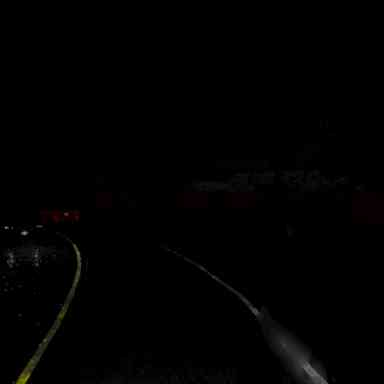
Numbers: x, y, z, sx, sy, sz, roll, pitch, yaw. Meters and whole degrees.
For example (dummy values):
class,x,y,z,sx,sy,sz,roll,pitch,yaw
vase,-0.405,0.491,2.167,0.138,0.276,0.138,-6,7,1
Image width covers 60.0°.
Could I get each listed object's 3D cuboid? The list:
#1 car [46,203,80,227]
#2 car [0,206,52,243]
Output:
class,x,y,z,sx,sy,sz,roll,pitch,yaw
car,-10.290,1.633,25.301,2.097,1.767,4.553,0,-1,-40
car,-9.002,1.675,17.451,2.128,1.511,4.902,0,-1,-32
